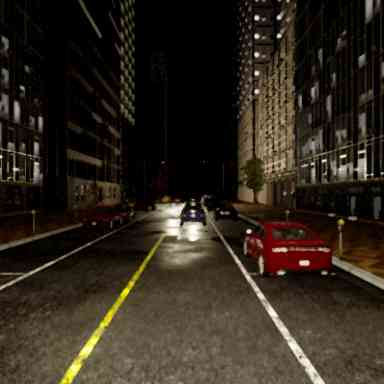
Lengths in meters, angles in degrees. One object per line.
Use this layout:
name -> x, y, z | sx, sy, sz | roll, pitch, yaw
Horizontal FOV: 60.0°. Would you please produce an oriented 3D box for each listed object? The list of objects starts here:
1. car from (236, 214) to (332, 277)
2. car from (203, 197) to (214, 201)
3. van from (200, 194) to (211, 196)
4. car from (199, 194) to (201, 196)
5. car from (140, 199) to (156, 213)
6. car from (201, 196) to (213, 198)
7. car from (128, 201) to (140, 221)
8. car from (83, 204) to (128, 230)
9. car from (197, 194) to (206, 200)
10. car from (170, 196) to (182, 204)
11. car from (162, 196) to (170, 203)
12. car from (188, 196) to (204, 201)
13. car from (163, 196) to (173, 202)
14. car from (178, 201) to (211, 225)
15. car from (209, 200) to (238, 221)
car -> 2.691, 1.570, 10.196 | 1.887, 1.381, 4.507 | 0, 0, 0
car -> 2.691, 1.646, 38.657 | 1.947, 1.339, 4.313 | 0, 0, 0
van -> 2.691, 1.446, 55.736 | 1.690, 1.788, 3.998 | 0, 0, 0
car -> 2.691, 1.551, 61.427 | 1.967, 1.590, 4.097 | 0, 0, 0
car -> -5.690, 1.625, 38.665 | 1.887, 1.381, 4.507 | 0, 0, 0
car -> 2.691, 1.663, 50.042 | 1.947, 1.339, 4.313 | 0, 0, 0
car -> -5.690, 1.643, 27.281 | 1.802, 1.307, 4.206 | 0, 0, 0
car -> -5.689, 1.595, 21.587 | 1.887, 1.381, 4.507 | 0, 0, 0
car -> 2.691, 1.452, 95.580 | 2.192, 1.841, 5.009 | 0, 0, 0
car -> -3.002, 1.631, 69.200 | 1.812, 1.442, 4.674 | 0, 0, 0
car -> -5.690, 1.648, 72.651 | 1.752, 1.417, 4.829 | 0, 0, 0
car -> 0.100, 1.633, 42.284 | 2.033, 1.411, 5.357 | 0, 0, 0
car -> -5.691, 1.677, 78.515 | 2.008, 1.369, 4.403 | 0, 0, 0
car -> 0.094, 1.602, 24.223 | 2.033, 1.411, 5.357 | 0, 0, 0
car -> 2.691, 1.626, 27.273 | 1.947, 1.339, 4.313 | 0, 0, 0
